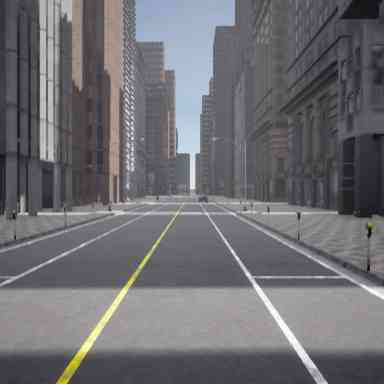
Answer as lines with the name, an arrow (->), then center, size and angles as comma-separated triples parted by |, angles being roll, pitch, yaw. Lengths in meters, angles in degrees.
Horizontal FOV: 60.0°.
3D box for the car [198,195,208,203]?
car -> 2.355, 1.476, 70.563 | 1.837, 1.490, 4.892 | 0, 0, 0
